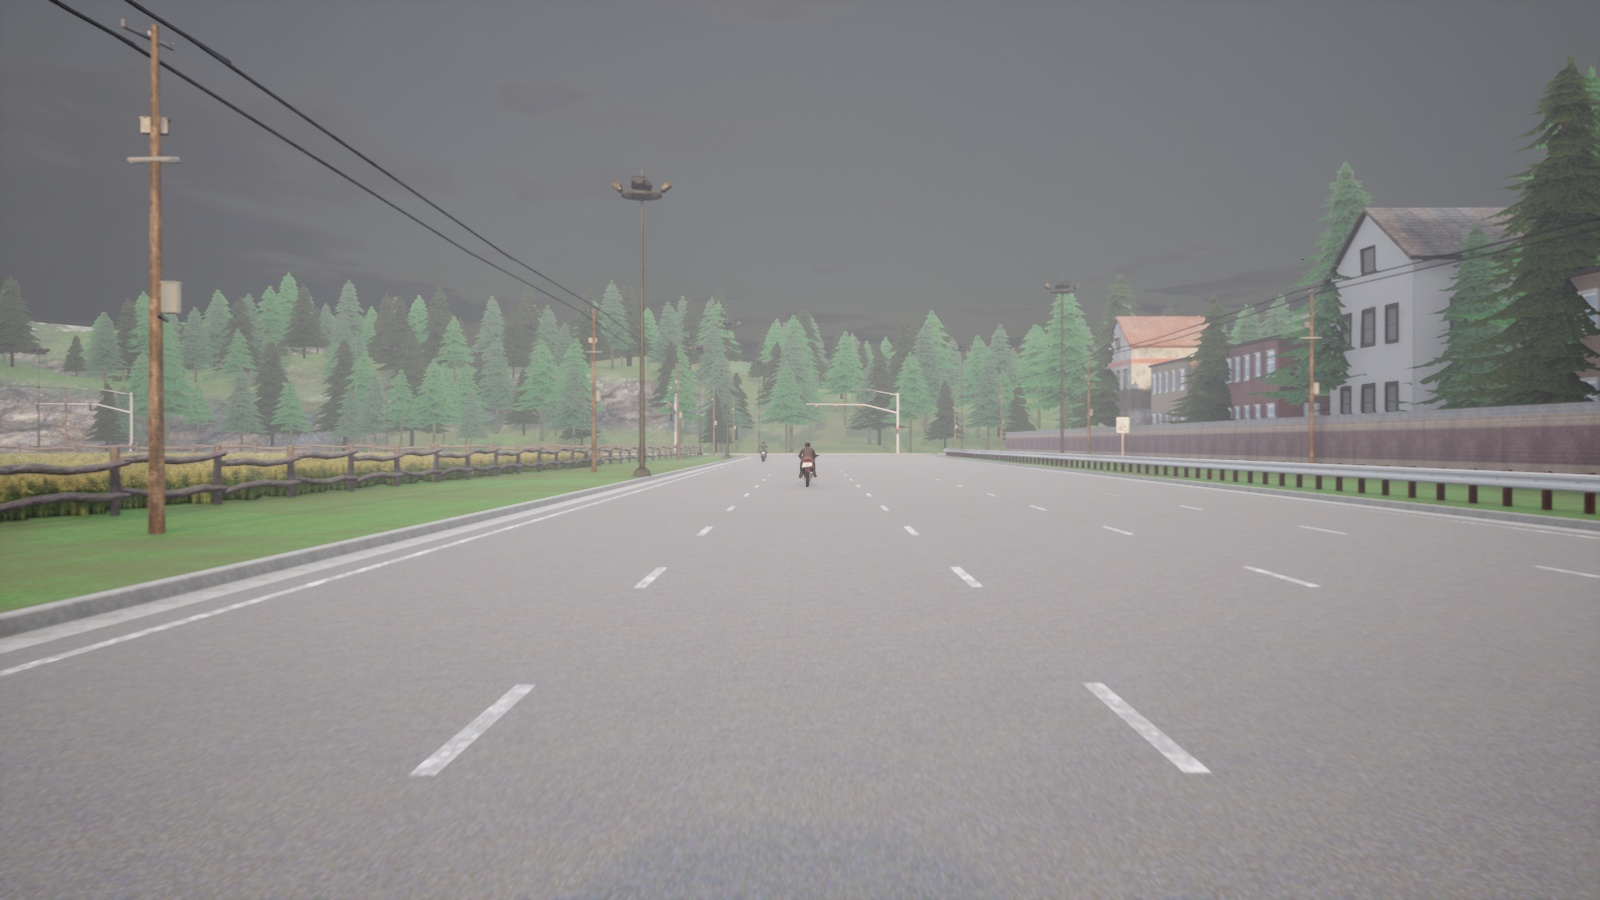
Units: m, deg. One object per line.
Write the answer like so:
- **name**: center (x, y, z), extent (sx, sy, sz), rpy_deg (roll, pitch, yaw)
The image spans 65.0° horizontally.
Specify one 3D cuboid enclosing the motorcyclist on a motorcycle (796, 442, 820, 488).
- **motorcyclist on a motorcycle**: center (0.259, 0.488, 42.615), extent (0.797, 1.523, 2.044), rpy_deg (0, 0, 0)
